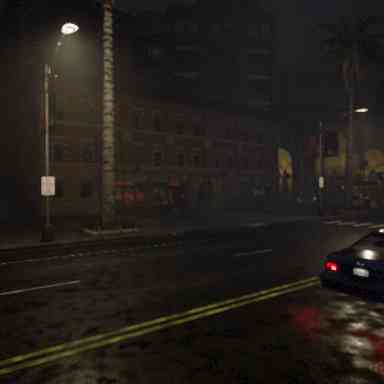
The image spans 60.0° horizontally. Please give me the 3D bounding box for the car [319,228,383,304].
[{"bbox_3d":[5.101,1.481,7.479,5.357,1.411,2.033,-1,0,-36],"label":"car"}]
